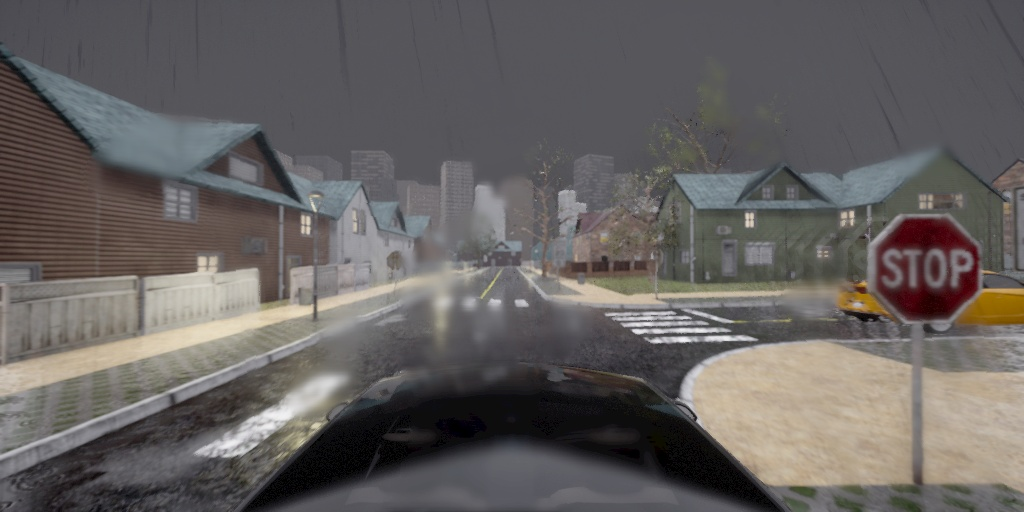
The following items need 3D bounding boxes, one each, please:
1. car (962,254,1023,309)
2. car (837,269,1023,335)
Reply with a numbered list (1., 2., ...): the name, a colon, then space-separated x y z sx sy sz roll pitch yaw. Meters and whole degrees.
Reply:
1. car: 18.726 0.781 12.021 4.553 1.767 2.097 -1 -1 1
2. car: 11.434 1.051 9.265 5.008 1.535 1.882 -1 -1 1
